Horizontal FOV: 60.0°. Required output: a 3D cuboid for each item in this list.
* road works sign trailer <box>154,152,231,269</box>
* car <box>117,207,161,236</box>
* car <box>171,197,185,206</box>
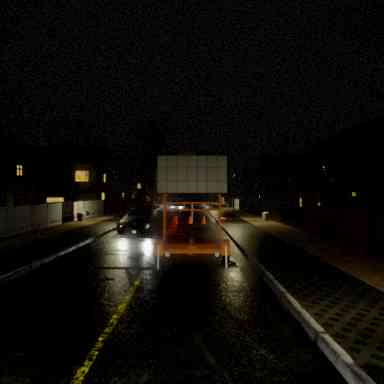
[{"bbox_3d":[0.012,0.473,11.114,2.380,3.560,2.880,0,0,0],"label":"road works sign trailer"},{"bbox_3d":[-2.834,1.575,18.955,2.033,1.411,5.357,0,0,0],"label":"car"},{"bbox_3d":[-2.768,1.853,59.390,1.895,1.301,4.718,0,0,0],"label":"car"}]
